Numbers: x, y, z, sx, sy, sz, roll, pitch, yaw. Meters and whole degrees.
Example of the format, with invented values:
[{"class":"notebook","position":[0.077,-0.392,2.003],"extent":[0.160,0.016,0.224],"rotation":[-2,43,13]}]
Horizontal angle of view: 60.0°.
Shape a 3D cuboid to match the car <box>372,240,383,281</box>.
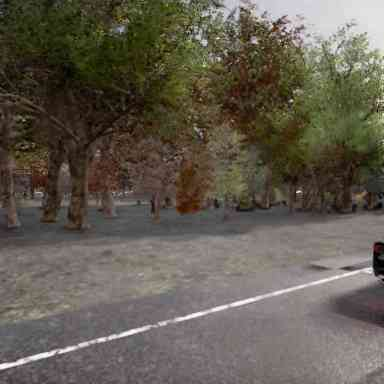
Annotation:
[{"class":"car","position":[6.527,1.466,8.403],"extent":[5.008,1.535,1.882],"rotation":[0,0,-35]}]
